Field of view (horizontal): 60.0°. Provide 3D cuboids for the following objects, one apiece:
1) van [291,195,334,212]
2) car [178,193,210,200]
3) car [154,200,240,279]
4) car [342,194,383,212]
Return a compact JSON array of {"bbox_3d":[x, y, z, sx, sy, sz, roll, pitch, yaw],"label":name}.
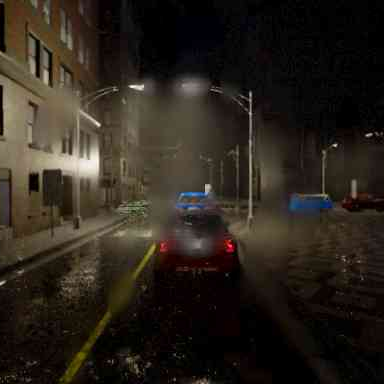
[{"bbox_3d":[11.750,1.142,32.692,3.998,1.788,1.690,0,0,-1],"label":"van"},{"bbox_3d":[0.115,1.082,19.800,2.150,2.045,5.566,0,0,0],"label":"car"},{"bbox_3d":[0.109,1.283,9.945,2.097,1.767,4.553,0,0,0],"label":"car"},{"bbox_3d":[17.390,1.115,32.774,5.009,1.841,2.192,0,0,-1],"label":"car"}]
